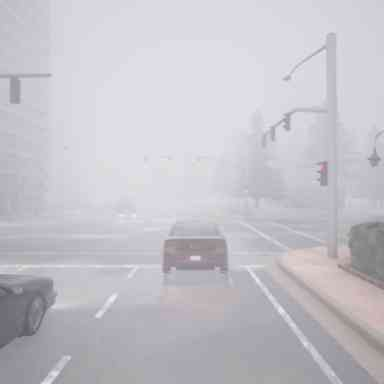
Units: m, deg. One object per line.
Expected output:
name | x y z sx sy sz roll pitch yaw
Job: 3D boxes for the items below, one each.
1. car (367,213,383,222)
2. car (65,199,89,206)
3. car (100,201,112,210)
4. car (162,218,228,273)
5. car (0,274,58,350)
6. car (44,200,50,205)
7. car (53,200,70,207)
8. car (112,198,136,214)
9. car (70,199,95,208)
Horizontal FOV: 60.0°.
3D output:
car | 15.603 1.889 24.795 4.674 1.442 1.812 0 -1 0
car | -25.813 2.394 74.571 5.008 1.535 1.882 0 -1 24
car | -13.443 2.215 54.249 2.033 1.411 5.357 0 -1 -33
car | 0.096 1.619 11.242 1.882 1.535 5.008 0 -1 0
car | -3.424 1.595 3.720 2.033 1.411 5.357 0 -1 0
car | -35.640 2.425 78.043 4.181 1.385 1.994 0 -1 9
car | -27.190 2.416 71.361 5.357 1.411 2.033 0 -1 24
car | -9.066 1.774 44.905 2.150 2.045 5.566 0 -1 -20
car | -20.133 2.257 62.268 4.902 1.511 2.128 -1 -1 43
